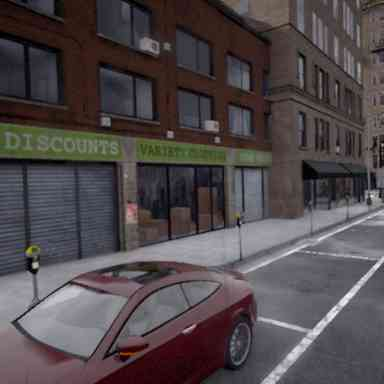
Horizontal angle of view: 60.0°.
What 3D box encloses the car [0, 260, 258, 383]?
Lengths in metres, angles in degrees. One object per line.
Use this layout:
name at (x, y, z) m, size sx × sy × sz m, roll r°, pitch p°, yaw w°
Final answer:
car at (-0.781, 1.515, 3.563) m, size 1.802 × 1.307 × 4.206 m, roll -1°, pitch 1°, yaw 39°
